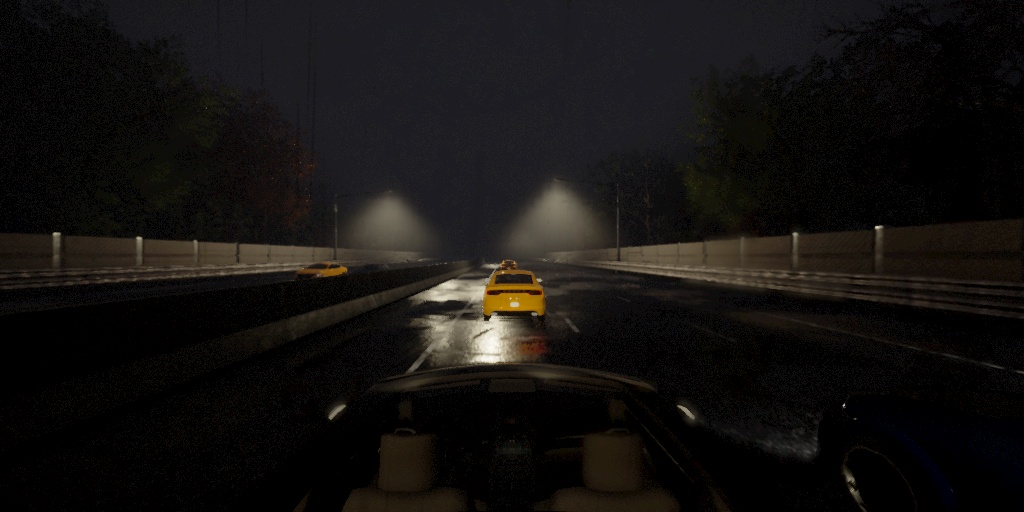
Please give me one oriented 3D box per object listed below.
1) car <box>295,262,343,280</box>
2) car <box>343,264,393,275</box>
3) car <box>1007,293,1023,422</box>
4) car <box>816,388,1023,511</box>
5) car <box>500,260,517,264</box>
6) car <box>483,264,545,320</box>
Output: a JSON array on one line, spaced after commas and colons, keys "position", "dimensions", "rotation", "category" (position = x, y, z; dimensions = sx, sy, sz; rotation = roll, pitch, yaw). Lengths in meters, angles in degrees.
[{"position": [-14.189, 1.237, 26.932], "dimensions": [1.882, 1.535, 5.008], "rotation": [0, 0, -1], "category": "car"}, {"position": [-10.692, 1.314, 27.759], "dimensions": [2.033, 1.411, 5.357], "rotation": [0, 0, -1], "category": "car"}, {"position": [7.092, 1.226, 1.951], "dimensions": [1.882, 1.535, 5.008], "rotation": [0, 0, 0], "category": "car"}, {"position": [3.592, 1.313, 1.316], "dimensions": [1.994, 1.385, 4.181], "rotation": [0, 0, 0], "category": "car"}, {"position": [-0.401, 1.242, 43.515], "dimensions": [1.882, 1.535, 5.008], "rotation": [0, 0, -1], "category": "car"}, {"position": [0.058, 1.231, 12.679], "dimensions": [1.882, 1.535, 5.008], "rotation": [0, 0, 0], "category": "car"}]
